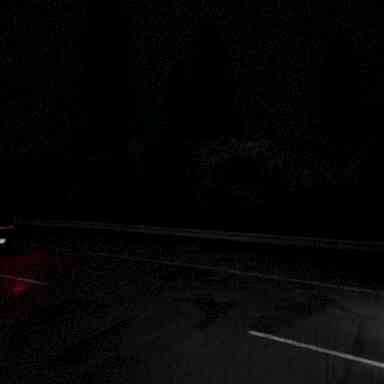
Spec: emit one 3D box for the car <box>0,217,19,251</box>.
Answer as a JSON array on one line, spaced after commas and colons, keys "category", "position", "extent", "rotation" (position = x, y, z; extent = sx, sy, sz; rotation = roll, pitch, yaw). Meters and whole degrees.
[{"category": "car", "position": [-8.731, 1.468, 12.504], "extent": [4.902, 1.511, 2.128], "rotation": [0, 0, 25]}]
